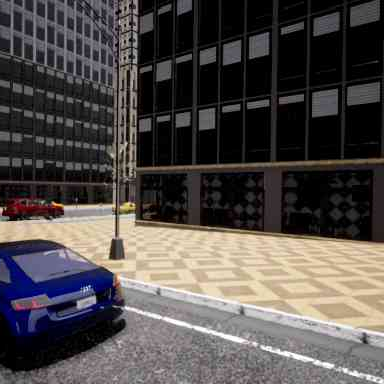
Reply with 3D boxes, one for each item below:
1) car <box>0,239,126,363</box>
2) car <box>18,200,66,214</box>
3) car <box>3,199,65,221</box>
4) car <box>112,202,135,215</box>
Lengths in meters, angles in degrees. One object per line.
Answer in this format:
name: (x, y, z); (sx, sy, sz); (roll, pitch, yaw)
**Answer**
car: (-3.181, 1.561, 5.935); (4.181, 1.385, 1.994); (0, 0, 34)
car: (-17.308, 1.643, 38.510); (1.752, 1.417, 4.829); (1, 0, 36)
car: (-13.778, 1.520, 29.147); (2.192, 1.841, 5.009); (1, 0, 36)
car: (-7.013, 1.830, 38.383); (1.752, 1.417, 4.829); (1, 0, 36)
